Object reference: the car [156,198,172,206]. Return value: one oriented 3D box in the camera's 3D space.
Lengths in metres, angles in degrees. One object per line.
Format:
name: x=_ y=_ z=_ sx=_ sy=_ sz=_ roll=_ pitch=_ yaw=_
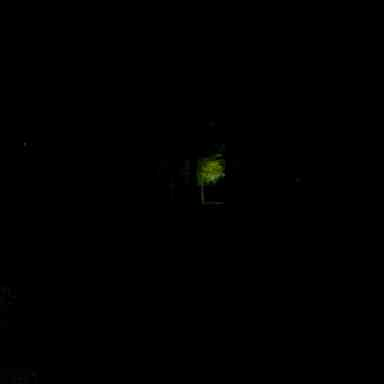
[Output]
car: x=-6.103 y=1.993 z=66.430 sx=2.128 sy=1.511 sz=4.902 roll=-1 pitch=-1 yaw=36
